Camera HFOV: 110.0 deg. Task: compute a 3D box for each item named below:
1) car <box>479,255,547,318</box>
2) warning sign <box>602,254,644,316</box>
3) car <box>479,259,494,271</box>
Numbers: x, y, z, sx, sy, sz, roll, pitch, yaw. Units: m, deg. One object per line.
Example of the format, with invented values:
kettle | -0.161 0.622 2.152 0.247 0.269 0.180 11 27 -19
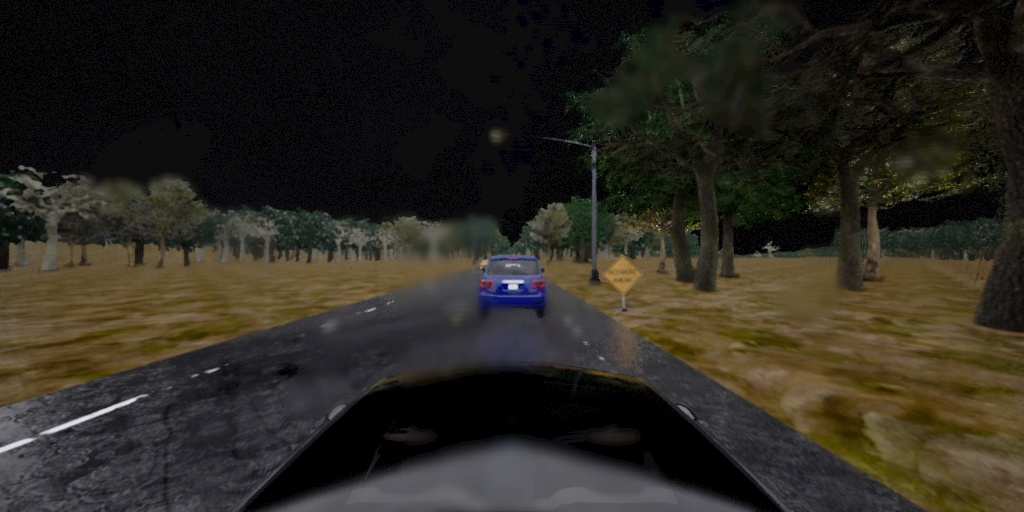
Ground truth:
car | 0.057 0.990 13.249 2.150 2.045 5.566 0 0 0
warning sign | 3.545 0.879 11.378 1.300 1.860 1.060 0 0 0
car | -3.606 1.293 51.850 1.882 1.535 5.008 0 0 0
